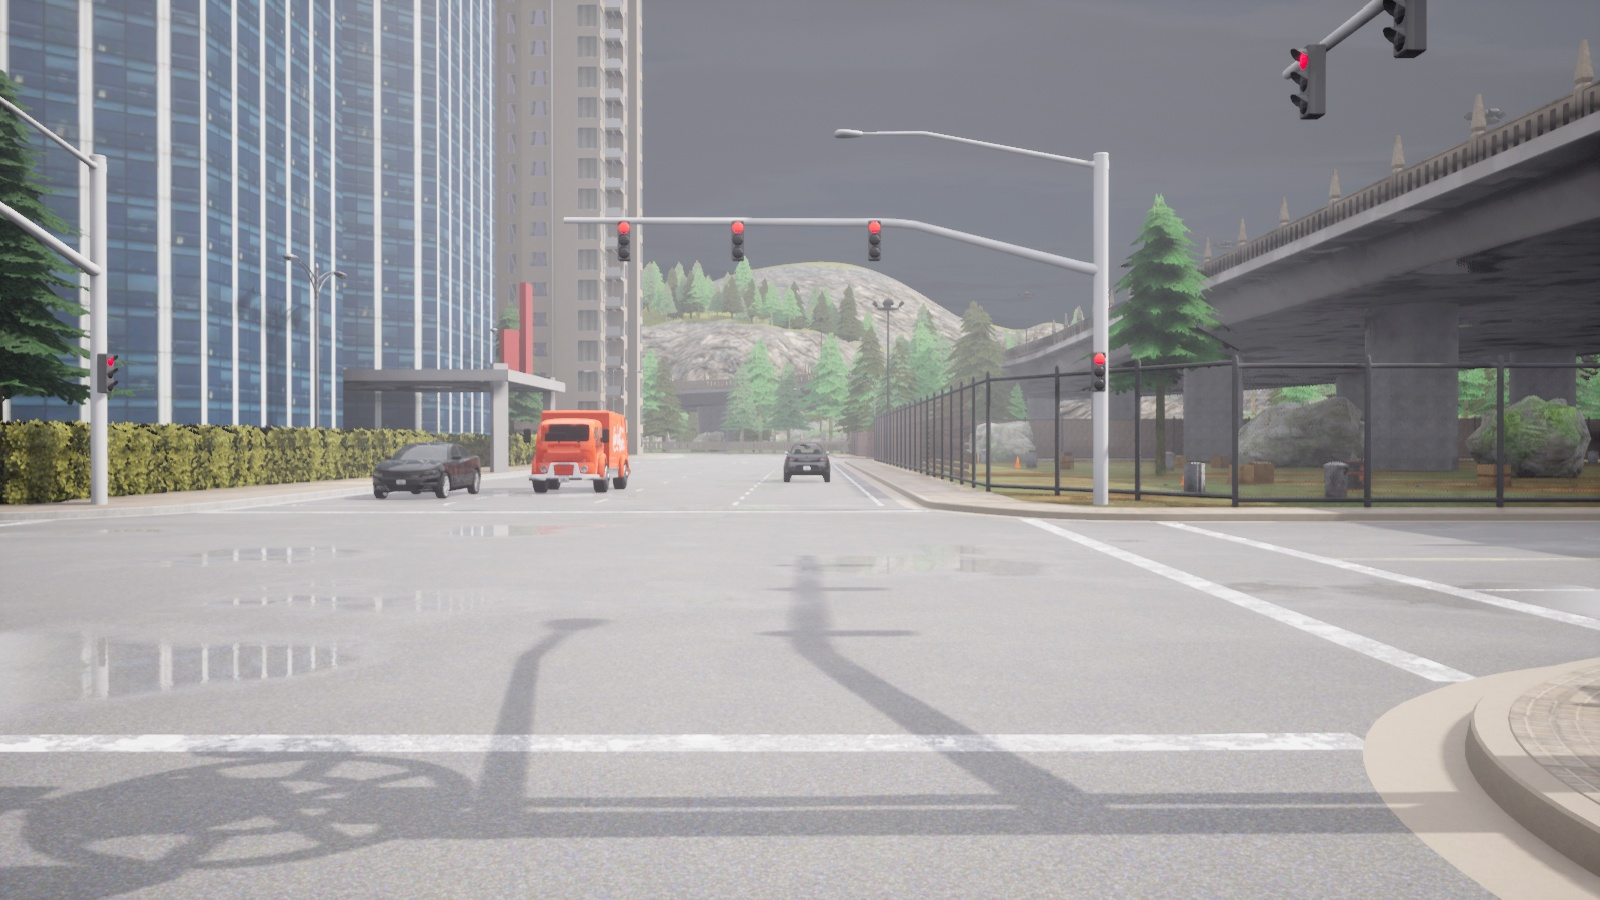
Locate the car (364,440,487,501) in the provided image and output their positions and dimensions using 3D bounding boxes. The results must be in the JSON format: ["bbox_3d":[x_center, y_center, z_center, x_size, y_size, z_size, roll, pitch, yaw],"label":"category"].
[{"bbox_3d":[-10.300,0.508,34.942,1.882,1.535,5.008,0,1,0],"label":"car"}]

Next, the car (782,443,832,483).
[{"bbox_3d":[0.272,0.471,48.541,1.816,1.474,4.193,0,0,0],"label":"car"}]

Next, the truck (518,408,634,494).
[{"bbox_3d":[-6.780,0.033,38.672,2.627,2.467,5.204,0,0,0],"label":"truck"}]
